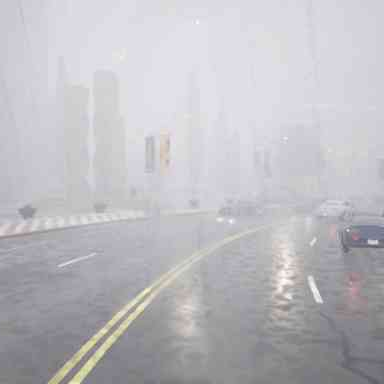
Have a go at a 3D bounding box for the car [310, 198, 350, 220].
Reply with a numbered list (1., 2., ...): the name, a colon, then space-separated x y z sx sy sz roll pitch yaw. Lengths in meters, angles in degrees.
1. car: 10.926 1.333 24.938 1.812 1.442 4.674 0 1 44

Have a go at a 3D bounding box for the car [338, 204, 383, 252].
1. car: 6.766 1.426 12.845 1.812 1.442 4.674 0 0 23

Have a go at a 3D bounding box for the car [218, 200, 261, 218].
1. car: 4.064 1.348 27.865 1.994 1.385 4.181 0 0 42

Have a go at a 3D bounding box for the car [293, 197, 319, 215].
1. car: 11.057 1.273 30.024 4.892 1.490 1.837 0 0 -39
